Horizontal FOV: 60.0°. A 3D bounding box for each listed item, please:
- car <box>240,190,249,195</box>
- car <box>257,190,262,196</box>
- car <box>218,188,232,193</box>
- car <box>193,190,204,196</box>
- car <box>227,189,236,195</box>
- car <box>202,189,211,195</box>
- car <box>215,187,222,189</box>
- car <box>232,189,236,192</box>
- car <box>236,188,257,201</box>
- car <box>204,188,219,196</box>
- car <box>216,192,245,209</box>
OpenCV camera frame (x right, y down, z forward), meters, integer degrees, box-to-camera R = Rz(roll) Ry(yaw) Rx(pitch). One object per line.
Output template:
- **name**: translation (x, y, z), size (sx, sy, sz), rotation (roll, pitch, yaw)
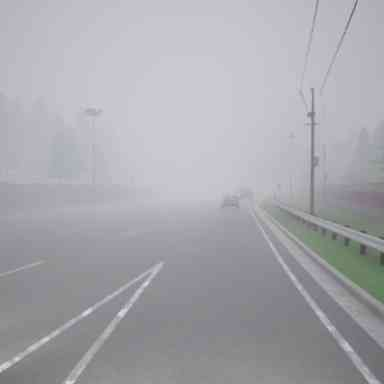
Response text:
- **car**: translation (14.248, 0.081, 90.278), size (1.895, 1.301, 4.718), rotation (0, 1, 14)
- **car**: translation (17.622, 0.227, 89.349), size (1.994, 1.385, 4.181), rotation (0, 1, 14)
- **car**: translation (8.373, 0.322, 81.426), size (1.994, 1.385, 4.181), rotation (0, 1, 14)
- **car**: translation (1.591, 0.254, 83.157), size (1.812, 1.442, 4.674), rotation (0, 1, 14)
- **car**: translation (10.849, -0.033, 91.114), size (1.837, 1.490, 4.892), rotation (0, 1, 14)
- **car**: translation (4.067, -0.049, 92.846), size (1.812, 1.442, 4.674), rotation (0, 1, 14)
- **car**: translation (7.466, -0.328, 92.004), size (2.150, 2.045, 5.566), rotation (0, 1, 14)
- **car**: translation (11.669, 0.019, 80.180), size (2.150, 2.045, 5.566), rotation (0, 1, 14)
- **car**: translation (9.281, 0.382, 56.281), size (2.150, 2.045, 5.566), rotation (0, 1, 14)
- **car**: translation (4.990, 0.344, 82.321), size (1.895, 1.301, 4.718), rotation (0, 1, 14)
- **car**: translation (4.239, 1.011, 35.696), size (2.033, 1.411, 5.357), rotation (0, 1, 12)
